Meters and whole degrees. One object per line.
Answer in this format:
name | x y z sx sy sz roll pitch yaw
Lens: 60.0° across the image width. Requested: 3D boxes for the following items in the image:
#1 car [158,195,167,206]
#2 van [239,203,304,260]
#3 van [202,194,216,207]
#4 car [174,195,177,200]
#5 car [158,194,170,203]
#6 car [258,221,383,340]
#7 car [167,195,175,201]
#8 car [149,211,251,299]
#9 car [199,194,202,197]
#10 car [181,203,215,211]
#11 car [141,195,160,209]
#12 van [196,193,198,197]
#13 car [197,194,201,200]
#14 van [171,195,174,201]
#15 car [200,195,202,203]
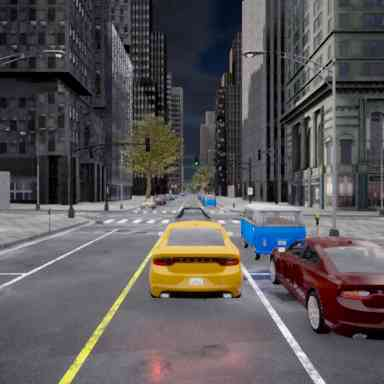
car | -5.756 1.573 55.291 1.887 1.381 4.507 0 0 0
van | 2.783 1.343 12.124 1.690 1.788 3.998 0 0 0
van | 2.770 1.365 50.109 1.690 1.788 3.998 0 0 0
car | -5.755 1.635 87.024 1.947 1.339 4.313 0 0 0
car | -5.755 1.349 60.580 2.192 1.841 5.009 0 0 0
car | 2.781 1.545 6.599 1.887 1.381 4.507 0 0 0
car | -5.754 1.602 92.144 1.752 1.417 4.829 0 0 0
car | 0.089 1.478 8.534 1.882 1.535 5.008 0 0 0
car | 2.769 1.623 66.348 1.802 1.307 4.206 0 0 0
car | -0.004 1.568 19.199 1.994 1.385 4.181 0 0 -3
car | -5.762 1.544 44.541 1.752 1.417 4.829 0 0 0
van | 2.771 1.420 93.415 1.690 1.788 3.998 0 0 0
car | 2.770 1.598 71.761 2.008 1.369 4.403 0 0 0
van | -5.754 1.395 76.447 1.690 1.788 3.998 0 0 0
car | 2.769 1.595 55.521 1.947 1.339 4.313 0 0 0
